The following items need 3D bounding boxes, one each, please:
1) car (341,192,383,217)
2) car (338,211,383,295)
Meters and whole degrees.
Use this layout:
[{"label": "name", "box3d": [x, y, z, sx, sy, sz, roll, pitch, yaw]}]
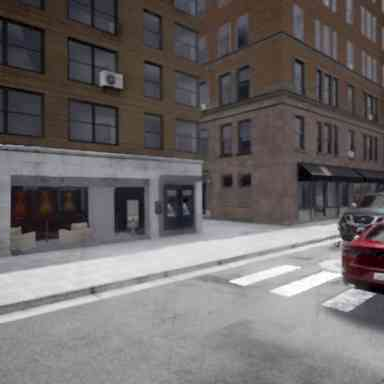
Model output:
[{"label": "car", "box3d": [8.475, 1.023, 14.421, 5.566, 2.045, 2.150, -1, 0, -42]}, {"label": "car", "box3d": [5.223, 1.330, 7.573, 5.008, 1.535, 1.882, -1, 0, -42]}]
